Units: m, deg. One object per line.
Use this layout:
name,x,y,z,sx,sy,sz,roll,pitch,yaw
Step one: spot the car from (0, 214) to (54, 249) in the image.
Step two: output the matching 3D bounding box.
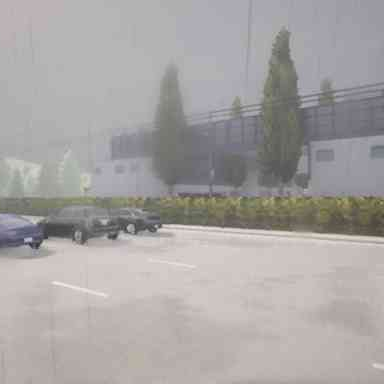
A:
car,-8.051,1.663,13.921,4.674,1.442,1.812,0,0,36

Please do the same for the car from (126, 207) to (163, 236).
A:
car,-3.911,1.644,19.564,4.892,1.490,1.837,0,0,36

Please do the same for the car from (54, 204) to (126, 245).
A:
car,-5.776,1.485,16.594,4.553,1.767,2.097,-1,-1,36
